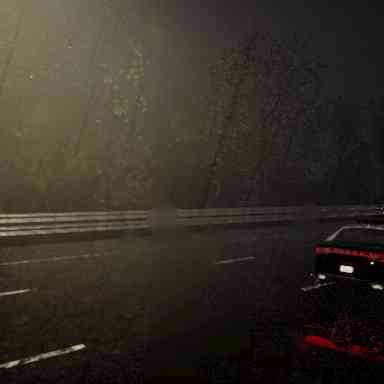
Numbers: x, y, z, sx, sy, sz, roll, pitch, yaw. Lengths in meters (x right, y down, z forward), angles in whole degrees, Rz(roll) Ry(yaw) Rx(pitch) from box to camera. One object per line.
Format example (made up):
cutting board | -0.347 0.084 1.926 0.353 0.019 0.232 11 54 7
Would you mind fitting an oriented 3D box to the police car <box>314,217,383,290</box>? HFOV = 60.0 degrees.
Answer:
police car | 5.173 1.547 9.175 1.930 1.638 5.238 0 -1 43
